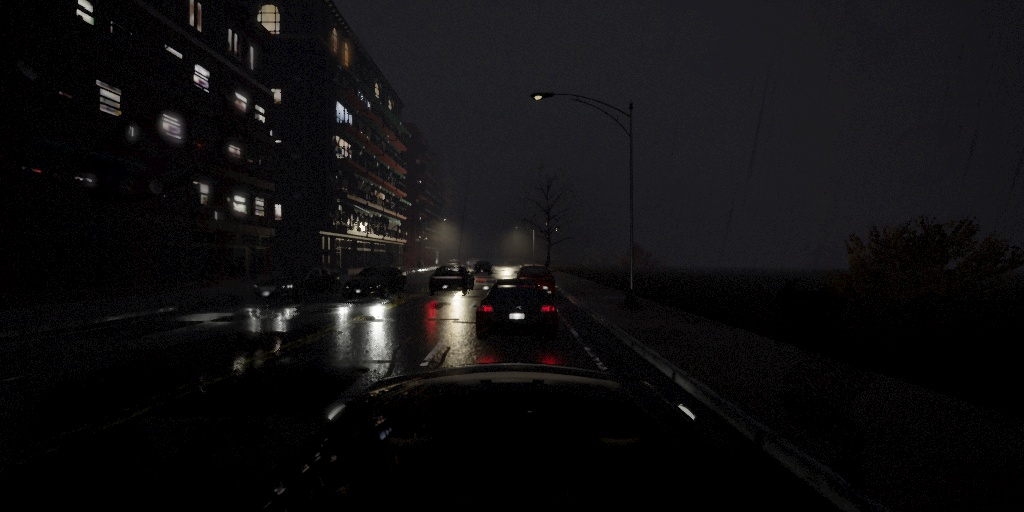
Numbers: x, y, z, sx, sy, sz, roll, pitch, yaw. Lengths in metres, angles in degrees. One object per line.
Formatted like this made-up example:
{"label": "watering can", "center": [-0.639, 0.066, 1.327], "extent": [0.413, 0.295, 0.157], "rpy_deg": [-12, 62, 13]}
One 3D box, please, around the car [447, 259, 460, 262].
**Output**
{"label": "car", "center": [-9.798, 1.243, 60.214], "extent": [2.128, 1.511, 4.902], "rpy_deg": [0, 0, 0]}

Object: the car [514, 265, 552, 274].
{"label": "car", "center": [1.145, 1.230, 18.944], "extent": [1.882, 1.535, 5.008], "rpy_deg": [0, 0, 0]}

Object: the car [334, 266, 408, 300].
{"label": "car", "center": [-6.594, 1.257, 17.769], "extent": [1.837, 1.490, 4.892], "rpy_deg": [0, 0, 0]}

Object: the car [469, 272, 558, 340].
{"label": "car", "center": [0.105, 1.315, 10.024], "extent": [1.994, 1.385, 4.181], "rpy_deg": [0, 0, 0]}

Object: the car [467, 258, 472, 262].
{"label": "car", "center": [-6.544, 1.101, 61.118], "extent": [2.097, 1.767, 4.553], "rpy_deg": [0, 0, 0]}

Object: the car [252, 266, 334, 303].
{"label": "car", "center": [-9.844, 1.243, 16.826], "extent": [2.128, 1.511, 4.902], "rpy_deg": [0, 0, 0]}

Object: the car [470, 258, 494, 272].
{"label": "car", "center": [-3.131, 1.259, 39.481], "extent": [1.837, 1.490, 4.892], "rpy_deg": [0, 1, 0]}

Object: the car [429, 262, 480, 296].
{"label": "car", "center": [-3.142, 1.243, 19.360], "extent": [2.128, 1.511, 4.902], "rpy_deg": [0, 0, 0]}
